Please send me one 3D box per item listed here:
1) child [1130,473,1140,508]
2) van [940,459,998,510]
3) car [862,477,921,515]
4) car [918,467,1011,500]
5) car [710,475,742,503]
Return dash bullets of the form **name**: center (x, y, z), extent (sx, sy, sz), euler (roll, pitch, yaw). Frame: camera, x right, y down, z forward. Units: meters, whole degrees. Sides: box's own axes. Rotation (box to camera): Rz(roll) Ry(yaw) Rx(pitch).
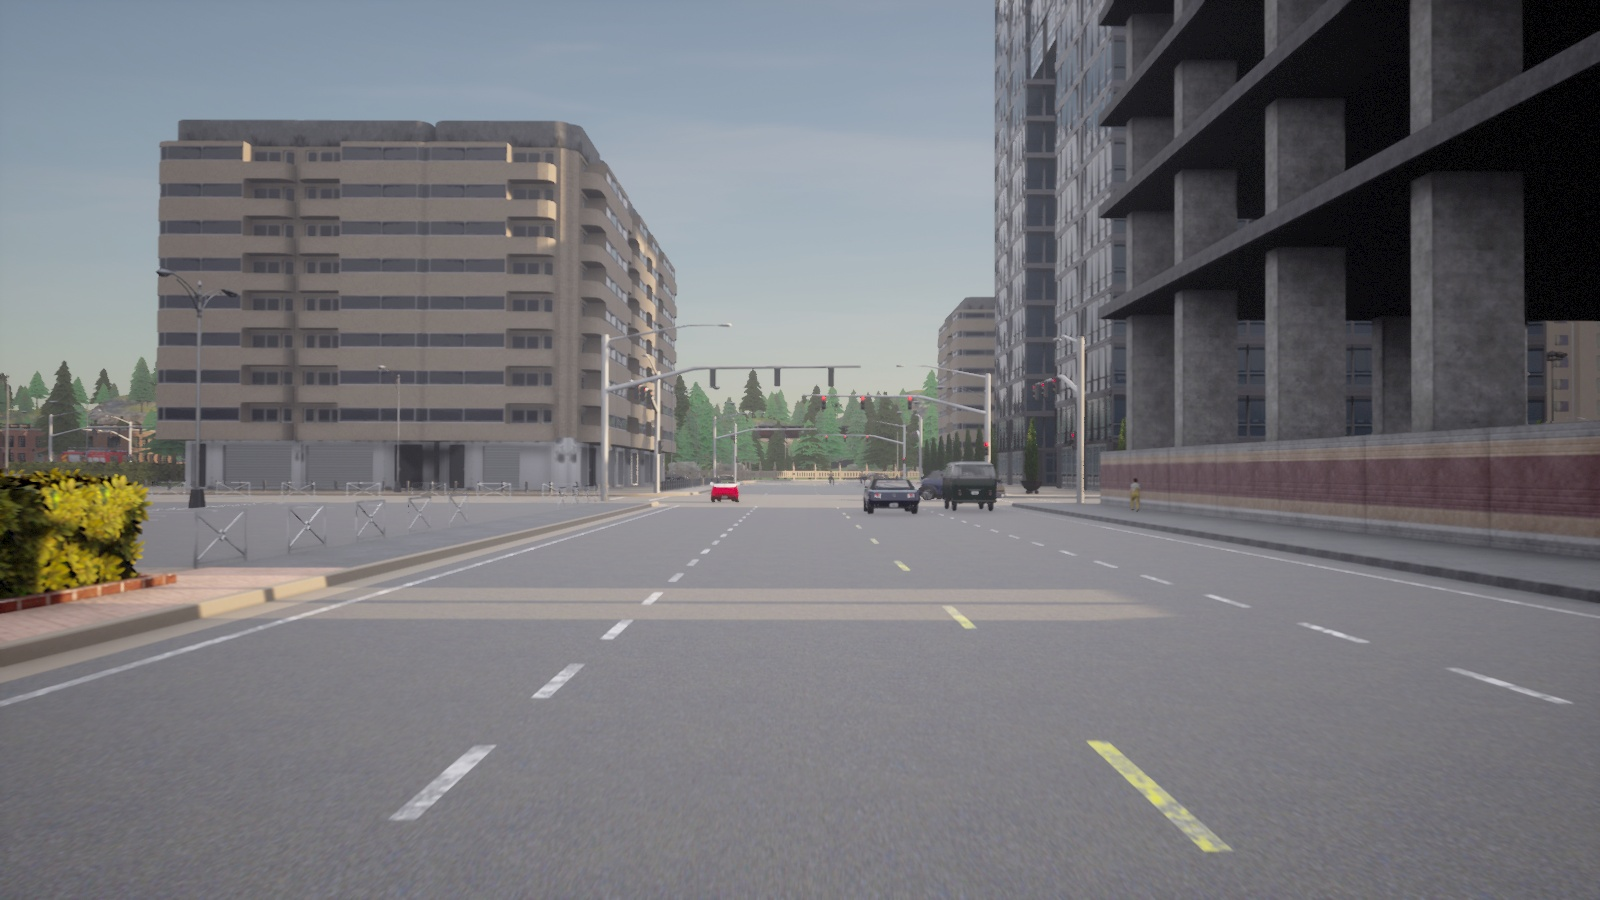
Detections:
- **child**: center (12.075, 1.464, 45.288), extent (0.270, 1.263, 0.437), euler (0, -1, 3)
- **van**: center (6.873, 1.400, 51.402), extent (1.775, 1.987, 4.442), euler (0, -1, 0)
- **car**: center (3.383, 1.693, 47.275), extent (1.895, 1.301, 4.718), euler (0, -1, 0)
- **car**: center (8.939, 1.806, 68.139), extent (4.553, 1.767, 2.097), euler (-1, -1, 26)
- **car**: center (-3.702, 1.960, 62.853), extent (1.481, 1.376, 2.207), euler (0, -1, -1)
